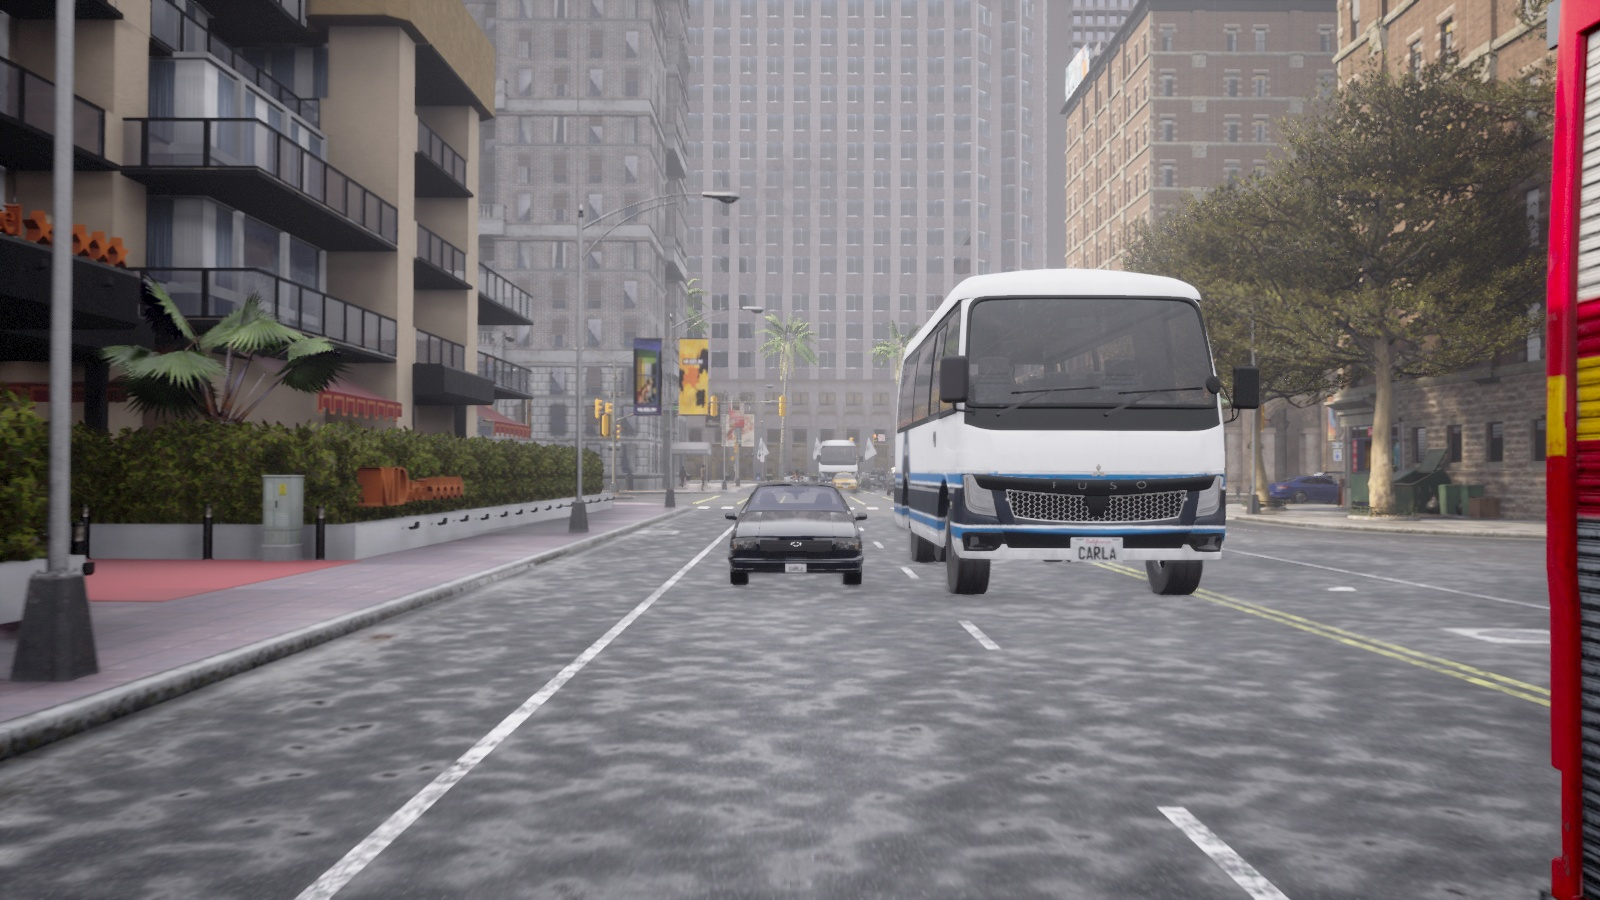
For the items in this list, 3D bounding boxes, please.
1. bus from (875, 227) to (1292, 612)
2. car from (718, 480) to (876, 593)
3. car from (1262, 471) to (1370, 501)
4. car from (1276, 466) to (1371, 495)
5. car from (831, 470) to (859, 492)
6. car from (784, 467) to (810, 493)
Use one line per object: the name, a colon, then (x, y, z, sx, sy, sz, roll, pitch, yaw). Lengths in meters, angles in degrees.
bus: (3.447, -0.257, 19.042, 3.944, 4.253, 10.273, 0, -1, 0)
car: (-0.047, 1.179, 18.894, 2.033, 1.411, 5.357, 0, -1, 0)
car: (25.482, 1.778, 62.069, 4.674, 1.442, 1.812, 0, -1, -10)
car: (30.443, 1.761, 73.113, 4.611, 1.667, 2.242, 0, -1, 1)
car: (3.273, 2.288, 92.437, 1.801, 1.575, 5.366, 0, -1, 0)
car: (-0.231, 2.195, 93.390, 1.932, 1.855, 4.605, 0, -1, 0)
